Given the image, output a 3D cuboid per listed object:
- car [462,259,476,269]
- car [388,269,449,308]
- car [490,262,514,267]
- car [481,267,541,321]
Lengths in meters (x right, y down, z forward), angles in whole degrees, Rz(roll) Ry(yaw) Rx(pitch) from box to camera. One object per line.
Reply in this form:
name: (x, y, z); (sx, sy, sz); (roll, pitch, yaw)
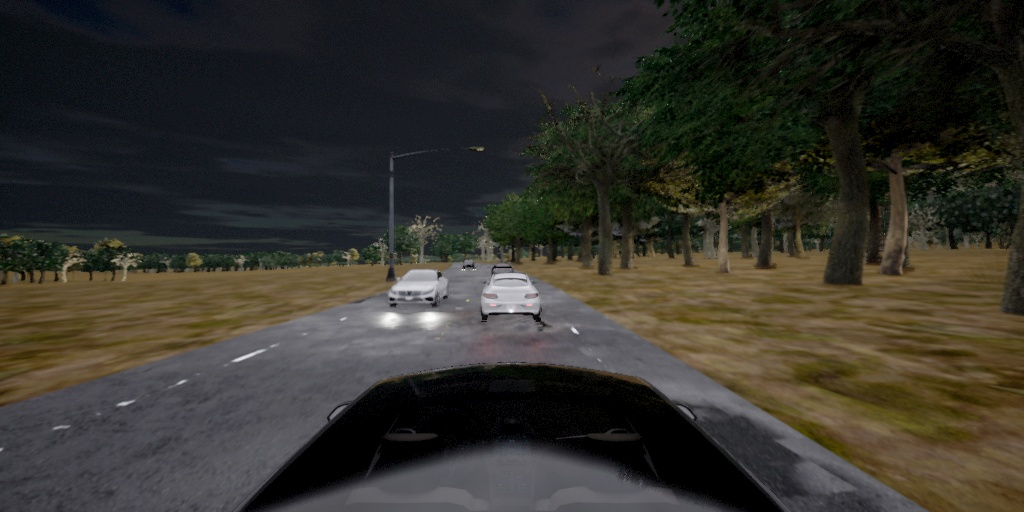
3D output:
car: (-6.642, 1.266, 55.410); (1.837, 1.490, 4.892); (0, 0, -6)
car: (-3.844, 1.284, 15.482); (1.812, 1.442, 4.674); (0, 0, -2)
car: (-0.862, 1.259, 31.075); (2.128, 1.511, 4.902); (0, 0, -3)
car: (-0.075, 1.283, 12.354); (1.812, 1.442, 4.674); (0, 0, -1)
